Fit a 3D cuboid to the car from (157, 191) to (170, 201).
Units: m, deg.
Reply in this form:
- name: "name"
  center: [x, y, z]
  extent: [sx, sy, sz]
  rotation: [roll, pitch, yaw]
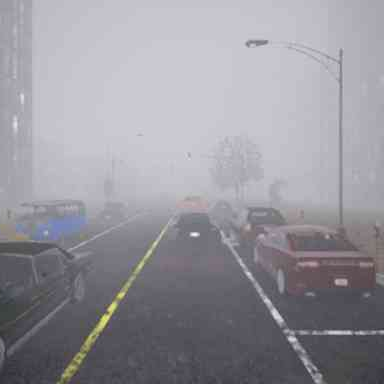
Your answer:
- name: "car"
  center: [-5.695, 1.020, 62.857]
  extent: [1.802, 1.307, 4.206]
  rotation: [0, 1, 0]

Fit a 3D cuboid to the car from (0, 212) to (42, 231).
- name: "car"
  center: [-5.688, 1.452, 8.055]
  extent: [1.752, 1.417, 4.829]
  rotation: [0, 1, 0]

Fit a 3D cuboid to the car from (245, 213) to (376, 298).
- name: "car"
  center: [2.692, 1.470, 8.227]
  extent: [1.887, 1.381, 4.507]
  rotation: [0, 1, 0]

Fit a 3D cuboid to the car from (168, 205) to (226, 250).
- name: "car"
  center: [0.096, 1.441, 13.659]
  extent: [1.994, 1.385, 4.181]
  rotation: [0, 1, 0]

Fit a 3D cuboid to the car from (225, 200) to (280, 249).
- name: "car"
  center: [2.692, 1.316, 13.765]
  extent: [1.967, 1.590, 4.097]
  rotation: [0, 1, 0]

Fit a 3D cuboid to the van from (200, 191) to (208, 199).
- name: "van"
  center: [2.685, 0.680, 73.960]
  extent: [1.690, 1.788, 3.998]
  rotation: [0, 1, 0]

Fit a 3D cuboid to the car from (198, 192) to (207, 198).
- name: "car"
  center: [2.683, 0.792, 85.063]
  extent: [2.008, 1.369, 4.403]
  rotation: [0, 1, 0]

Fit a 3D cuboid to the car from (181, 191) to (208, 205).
- name: "car"
  center: [0.096, 1.081, 30.192]
  extent: [2.097, 1.767, 4.553]
  rotation: [0, 1, 0]

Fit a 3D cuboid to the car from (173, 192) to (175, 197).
- name: "car"
  center: [-5.697, 0.840, 79.509]
  extent: [2.008, 1.369, 4.403]
  rotation: [0, 1, 0]

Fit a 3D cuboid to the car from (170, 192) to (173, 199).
- name: "car"
  center: [-5.694, 0.703, 68.405]
  extent: [2.192, 1.841, 5.009]
  rotation: [0, 1, 0]

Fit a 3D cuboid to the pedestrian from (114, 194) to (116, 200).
- name: "pedestrian"
  center: [-12.757, 0.825, 54.857]
  extent: [0.375, 1.300, 0.375]
  rotation: [0, 0, -1]

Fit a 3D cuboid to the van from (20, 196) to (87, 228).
- name: "van"
  center: [-5.688, 1.217, 13.763]
  extent: [1.690, 1.788, 3.998]
  rotation: [0, 1, 0]

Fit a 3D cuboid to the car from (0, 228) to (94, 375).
- name: "car"
  center: [-3.102, 1.553, 5.164]
  extent: [1.895, 1.301, 4.718]
  rotation: [0, 1, 0]

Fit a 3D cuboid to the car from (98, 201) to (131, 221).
- name: "car"
  center: [-5.690, 1.342, 24.843]
  extent: [1.947, 1.339, 4.313]
  rotation: [0, 1, 0]

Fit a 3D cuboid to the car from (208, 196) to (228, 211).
- name: "car"
  center: [2.689, 1.293, 30.383]
  extent: [1.947, 1.339, 4.313]
  rotation: [0, 1, 0]

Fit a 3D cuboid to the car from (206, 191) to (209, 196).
- name: "car"
  center: [2.685, 0.912, 68.580]
  extent: [1.752, 1.417, 4.829]
  rotation: [0, 1, 0]

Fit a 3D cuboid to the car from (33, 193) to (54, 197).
- name: "car"
  center: [-22.820, 0.874, 51.778]
  extent: [4.206, 1.307, 1.802]
  rotation: [1, 0, -1]
